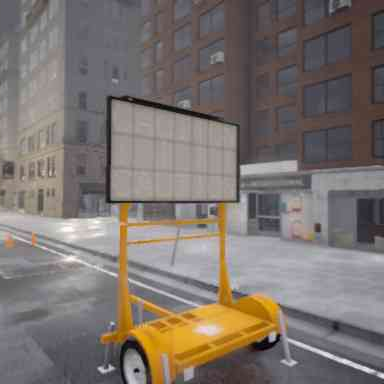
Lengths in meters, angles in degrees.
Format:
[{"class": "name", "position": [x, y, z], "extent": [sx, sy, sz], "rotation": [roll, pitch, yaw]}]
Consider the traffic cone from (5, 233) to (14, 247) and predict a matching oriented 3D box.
[{"class": "traffic cone", "position": [-8.321, 2.175, 15.205], "extent": [0.340, 0.580, 0.340], "rotation": [1, -1, -41]}]

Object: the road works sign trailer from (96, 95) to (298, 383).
[{"class": "road works sign trailer", "position": [-0.296, 0.559, 4.978], "extent": [2.380, 3.560, 2.880], "rotation": [1, -1, -41]}]
